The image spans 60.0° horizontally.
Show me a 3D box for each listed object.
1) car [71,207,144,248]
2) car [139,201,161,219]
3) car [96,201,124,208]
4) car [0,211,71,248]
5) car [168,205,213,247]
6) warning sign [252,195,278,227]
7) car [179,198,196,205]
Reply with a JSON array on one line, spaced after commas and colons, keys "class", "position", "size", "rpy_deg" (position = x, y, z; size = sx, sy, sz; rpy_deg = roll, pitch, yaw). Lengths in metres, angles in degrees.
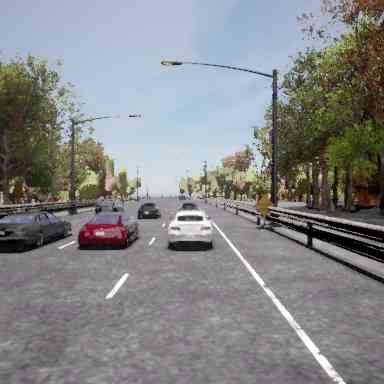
[{"class": "car", "position": [-3.576, 1.585, 14.869], "size": [1.994, 1.385, 4.181], "rpy_deg": [0, 0, -1]}, {"class": "car", "position": [-3.800, 1.576, 29.921], "size": [1.812, 1.442, 4.674], "rpy_deg": [0, 0, -1]}, {"class": "car", "position": [-7.299, 1.537, 29.852], "size": [2.128, 1.511, 4.902], "rpy_deg": [0, 0, -1]}, {"class": "car", "position": [-7.076, 1.575, 14.834], "size": [2.033, 1.411, 5.357], "rpy_deg": [0, 0, -1]}, {"class": "car", "position": [-0.076, 1.546, 14.904], "size": [1.812, 1.442, 4.674], "rpy_deg": [0, 0, -1]}, {"class": "warning sign", "position": [4.402, 1.137, 20.184], "size": [1.300, 1.860, 1.060], "rpy_deg": [-1, -1, -1]}, {"class": "car", "position": [-0.301, 1.577, 29.990], "size": [1.812, 1.442, 4.674], "rpy_deg": [0, 0, -1]}]
